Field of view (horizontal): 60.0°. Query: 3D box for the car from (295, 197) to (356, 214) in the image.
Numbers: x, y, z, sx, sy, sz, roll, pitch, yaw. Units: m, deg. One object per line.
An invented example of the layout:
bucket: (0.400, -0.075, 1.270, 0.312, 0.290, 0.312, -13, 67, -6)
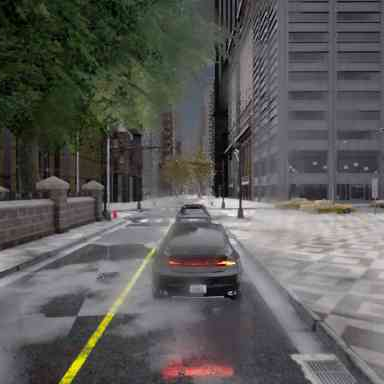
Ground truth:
car: (12.399, 1.341, 30.496, 4.829, 1.417, 1.752, -1, 1, 0)

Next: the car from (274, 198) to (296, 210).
car: (12.095, 1.329, 39.022, 4.829, 1.417, 1.752, -1, 1, 0)

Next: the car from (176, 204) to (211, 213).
car: (0.094, 1.440, 18.565, 2.033, 1.649, 4.856, 0, 0, 0)

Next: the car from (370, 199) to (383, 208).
car: (23.436, 1.144, 38.962, 4.829, 1.417, 1.752, -1, 1, 0)

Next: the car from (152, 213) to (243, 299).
car: (0.111, 1.508, 8.435, 1.837, 1.490, 4.892, 0, 0, 0)
